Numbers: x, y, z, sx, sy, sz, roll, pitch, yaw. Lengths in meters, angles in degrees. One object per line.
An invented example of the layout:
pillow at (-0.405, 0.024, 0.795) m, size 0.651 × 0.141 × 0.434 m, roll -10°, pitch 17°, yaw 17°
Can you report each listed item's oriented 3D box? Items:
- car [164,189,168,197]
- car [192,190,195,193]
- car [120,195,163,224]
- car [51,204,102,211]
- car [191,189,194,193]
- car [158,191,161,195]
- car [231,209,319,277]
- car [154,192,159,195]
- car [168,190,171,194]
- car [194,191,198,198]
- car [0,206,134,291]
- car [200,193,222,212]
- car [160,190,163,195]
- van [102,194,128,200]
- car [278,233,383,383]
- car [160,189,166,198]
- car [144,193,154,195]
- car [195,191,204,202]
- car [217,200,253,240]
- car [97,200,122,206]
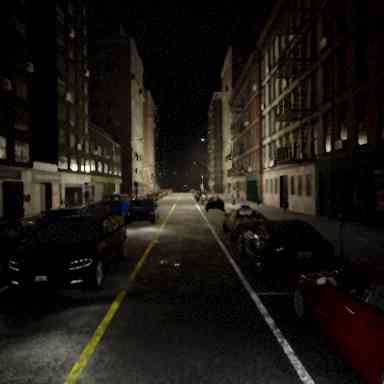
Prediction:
car at (-6.697, 0.643, 68.861) m, size 2.008 × 1.369 × 4.403 m, roll -1°, pitch 1°, yaw -1°
car at (1.536, 0.718, 58.183) m, size 1.947 × 1.339 × 4.313 m, roll -1°, pitch 1°, yaw -1°
car at (-3.241, 1.201, 22.240) m, size 1.882 × 1.535 × 5.008 m, roll -1°, pitch 1°, yaw -1°
car at (-5.651, 1.424, 14.749) m, size 1.947 × 1.339 × 4.313 m, roll -1°, pitch 1°, yaw -1°
car at (1.322, 0.518, 69.175) m, size 1.752 × 1.417 × 4.829 m, roll -1°, pitch 1°, yaw -1°
car at (-6.381, 0.854, 52.456) m, size 1.752 × 1.417 × 4.829 m, roll -1°, pitch 1°, yaw -1°
car at (2.477, 1.402, 9.483) m, size 1.947 × 1.339 × 4.313 m, roll -1°, pitch 1°, yaw -1°
car at (-6.279, 0.968, 47.216) m, size 1.947 × 1.339 × 4.313 m, roll -1°, pitch 1°, yaw -1°
car at (-6.909, 0.248, 79.679) m, size 2.192 × 1.841 × 5.009 m, roll -1°, pitch 1°, yaw -1°
car at (1.640, 0.795, 52.772) m, size 1.947 × 1.339 × 4.313 m, roll -1°, pitch 1°, yaw -1°
car at (-3.004, 1.385, 8.998) m, size 1.882 × 1.535 × 5.008 m, roll -1°, pitch 1°, yaw -1°
car at (2.058, 1.084, 31.127) m, size 2.008 × 1.369 × 4.403 m, roll -1°, pitch 1°, yaw -1°
car at (-6.488, 0.831, 58.039) m, size 1.802 × 1.307 × 4.206 m, roll -1°, pitch 1°, yaw -1°
van at (-5.863, 1.048, 25.569) m, size 1.690 × 1.788 × 3.998 m, roll -1°, pitch 1°, yaw -1°
car at (2.582, 1.493, 4.072) m, size 1.802 × 1.307 × 4.206 m, roll -1°, pitch 1°, yaw -1°
car at (-6.593, 0.722, 63.450) m, size 2.008 × 1.369 × 4.403 m, roll -1°, pitch 1°, yaw -1°
car at (-6.171, 1.006, 41.634) m, size 1.752 × 1.417 × 4.829 m, roll -1°, pitch 1°, yaw -1°
car at (1.849, 0.932, 41.949) m, size 2.008 × 1.369 × 4.403 m, roll -1°, pitch 1°, yaw -1°
car at (2.369, 1.284, 15.063) m, size 1.752 × 1.417 × 4.829 m, roll -1°, pitch 1°, yaw -1°
car at (-5.755, 1.364, 20.161) m, size 1.802 × 1.307 × 4.206 m, roll -1°, pitch 1°, yaw -1°
